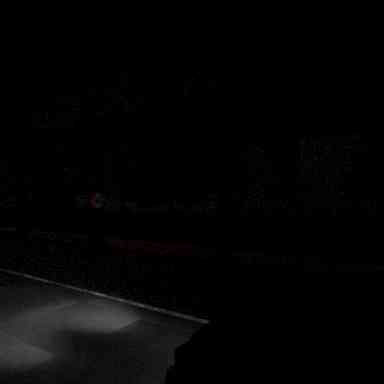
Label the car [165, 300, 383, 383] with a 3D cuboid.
[{"bbox_3d":[2.091,1.597,2.502,4.718,1.301,1.895,-1,0,35],"label":"car"}]
